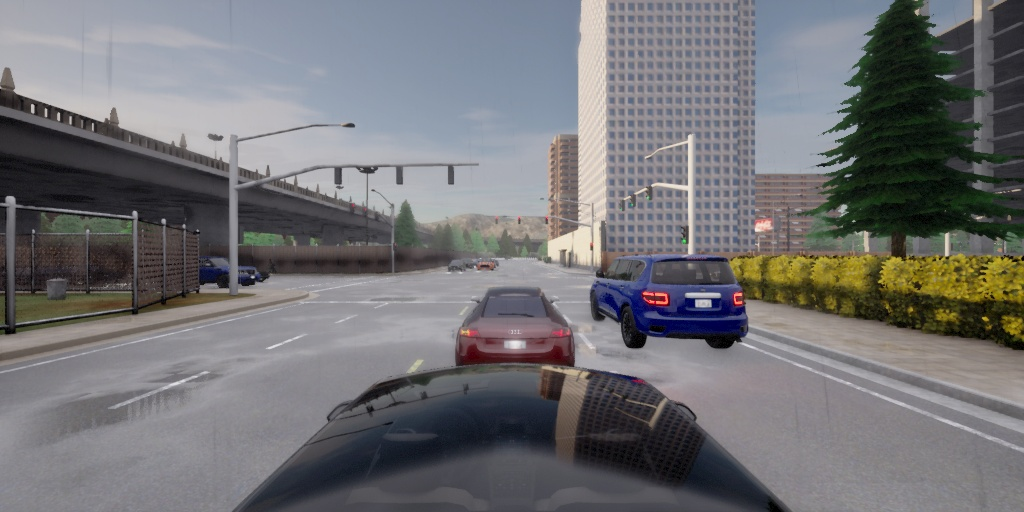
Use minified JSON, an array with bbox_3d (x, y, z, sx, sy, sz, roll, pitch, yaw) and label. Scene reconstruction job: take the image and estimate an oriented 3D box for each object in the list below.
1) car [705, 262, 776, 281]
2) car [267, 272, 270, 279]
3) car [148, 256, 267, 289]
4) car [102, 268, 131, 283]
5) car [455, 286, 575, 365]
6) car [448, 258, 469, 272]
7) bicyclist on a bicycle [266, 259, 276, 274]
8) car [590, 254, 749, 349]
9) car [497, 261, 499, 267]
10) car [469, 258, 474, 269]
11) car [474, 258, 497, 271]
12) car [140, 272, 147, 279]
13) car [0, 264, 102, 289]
[{"bbox_3d":[19.301,1.310,30.455,4.892,1.490,1.837,0,0,0],"label":"car"},{"bbox_3d":[-20.834,1.406,26.662,4.718,1.301,1.895,0,0,0],"label":"car"},{"bbox_3d":[-19.510,1.029,23.165,5.566,2.045,2.150,0,0,0],"label":"car"},{"bbox_3d":[-31.730,1.353,26.636,5.357,1.411,2.033,0,0,0],"label":"car"},{"bbox_3d":[0.062,1.314,7.447,1.994,1.385,4.181,0,0,0],"label":"car"},{"bbox_3d":[-7.103,1.255,46.673,1.837,1.490,4.892,0,0,0],"label":"car"},{"bbox_3d":[-25.305,1.106,37.634,0.582,1.620,1.656,0,0,0],"label":"bicyclist on a bicycle"},{"bbox_3d":[3.567,0.971,9.313,2.150,2.045,5.566,0,0,1],"label":"car"},{"bbox_3d":[-3.595,1.242,58.888,2.128,1.511,4.902,0,0,0],"label":"car"},{"bbox_3d":[-7.101,1.102,55.557,2.097,1.767,4.553,0,0,0],"label":"car"},{"bbox_3d":[-3.597,1.102,49.816,2.097,1.767,4.553,0,0,0],"label":"car"},{"bbox_3d":[-28.400,1.406,30.344,4.718,1.301,1.895,0,0,0],"label":"car"},{"bbox_3d":[-30.473,1.353,23.139,5.357,1.411,2.033,0,0,0],"label":"car"}]
